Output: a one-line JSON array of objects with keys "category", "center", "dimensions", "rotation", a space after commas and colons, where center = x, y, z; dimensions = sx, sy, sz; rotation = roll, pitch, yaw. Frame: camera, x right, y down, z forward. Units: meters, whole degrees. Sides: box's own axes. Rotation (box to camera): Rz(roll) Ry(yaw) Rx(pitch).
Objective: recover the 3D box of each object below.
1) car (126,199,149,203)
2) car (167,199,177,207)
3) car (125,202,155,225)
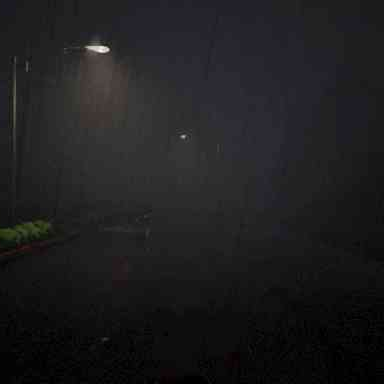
[{"category": "car", "center": [-10.334, 2.083, 65.301], "dimensions": [5.357, 1.415, 2.033], "rotation": [0, -1, -40]}, {"category": "car", "center": [-4.023, 2.216, 67.770], "dimensions": [2.033, 1.411, 5.357], "rotation": [0, -1, 0]}, {"category": "car", "center": [-4.098, 1.785, 26.912], "dimensions": [1.812, 1.442, 4.674], "rotation": [0, -1, 0]}]
